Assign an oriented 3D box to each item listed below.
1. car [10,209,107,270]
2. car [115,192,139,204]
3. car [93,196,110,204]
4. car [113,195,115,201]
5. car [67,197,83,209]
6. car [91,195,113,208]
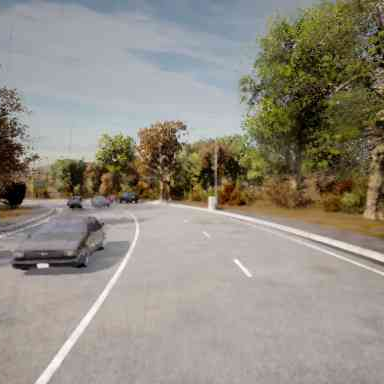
[{"bbox_3d":[-4.143,1.536,11.365,2.033,1.411,5.357,-1,0,-5],"label":"car"},{"bbox_3d":[-11.492,1.035,60.212,2.150,2.045,5.566,-2,1,-30],"label":"car"},{"bbox_3d":[-17.390,1.510,63.502,1.812,1.442,4.674,-3,1,-32],"label":"car"},{"bbox_3d":[-16.967,1.398,69.389,1.812,1.442,4.674,-3,1,-34],"label":"car"},{"bbox_3d":[-16.422,1.793,46.478,1.895,1.301,4.718,-2,0,-23],"label":"car"},{"bbox_3d":[-13.245,1.429,47.923,2.097,1.767,4.553,-2,1,-23],"label":"car"}]
